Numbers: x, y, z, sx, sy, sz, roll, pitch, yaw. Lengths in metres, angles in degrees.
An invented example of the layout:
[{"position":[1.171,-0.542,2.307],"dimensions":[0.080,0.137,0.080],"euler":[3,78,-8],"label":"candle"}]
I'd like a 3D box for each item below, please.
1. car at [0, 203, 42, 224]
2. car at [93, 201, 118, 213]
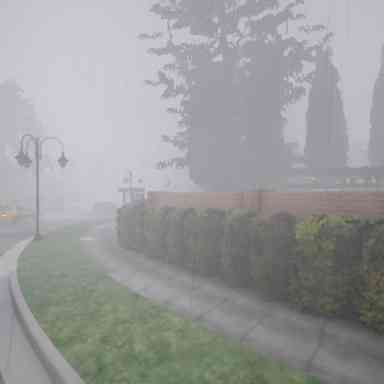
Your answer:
[{"position":[-13.823,1.652,26.189],"dimensions":[1.801,1.575,5.366],"euler":[0,-1,4],"label":"car"},{"position":[-11.250,1.899,43.585],"dimensions":[1.837,1.490,4.892],"euler":[0,-1,9],"label":"car"}]
